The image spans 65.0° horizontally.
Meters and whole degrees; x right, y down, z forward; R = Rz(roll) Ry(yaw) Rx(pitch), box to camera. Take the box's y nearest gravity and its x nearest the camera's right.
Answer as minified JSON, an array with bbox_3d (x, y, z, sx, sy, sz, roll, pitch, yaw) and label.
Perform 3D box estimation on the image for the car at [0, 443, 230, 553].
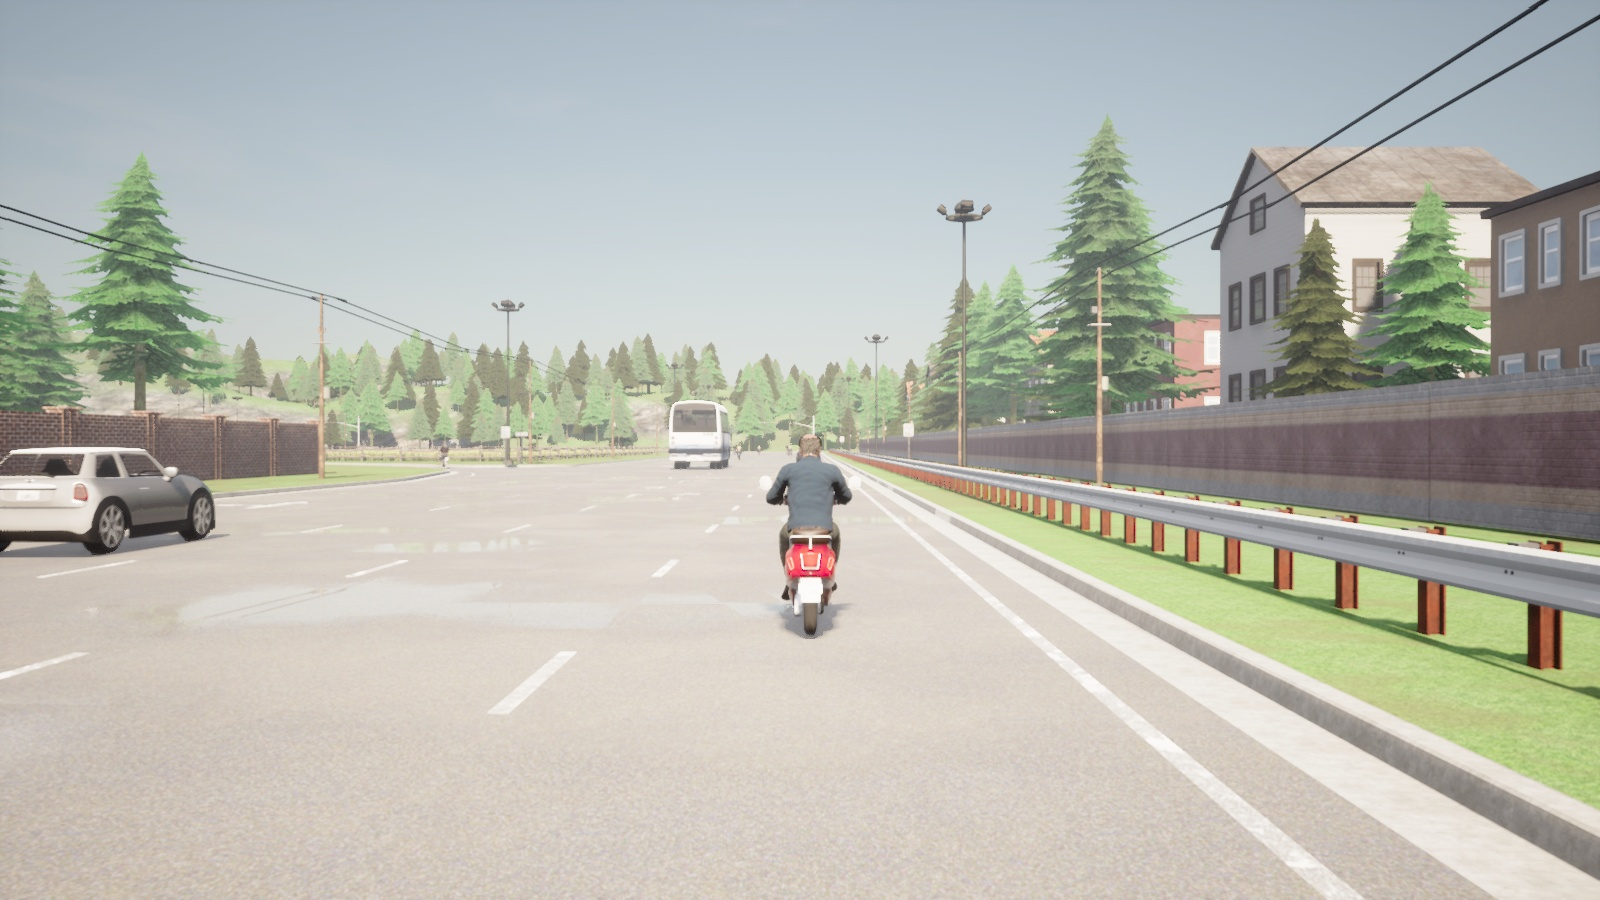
[{"bbox_3d":[-10.360,0.638,18.723,1.970,1.475,3.806,0,0,0],"label":"car"}]

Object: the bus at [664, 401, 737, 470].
[{"bbox_3d":[-6.433,-0.925,82.883,3.944,4.253,10.273,0,0,0],"label":"bus"}]

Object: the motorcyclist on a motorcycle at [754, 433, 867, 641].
[{"bbox_3d":[0.085,0.664,10.499,0.866,1.590,1.817,0,0,0],"label":"motorcyclist on a motorcycle"}]
